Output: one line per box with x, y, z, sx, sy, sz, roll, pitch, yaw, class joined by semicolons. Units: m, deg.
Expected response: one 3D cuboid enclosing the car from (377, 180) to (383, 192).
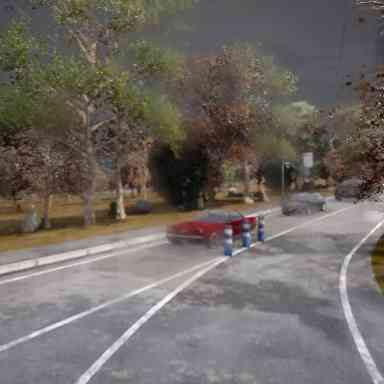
22.827;-0.845;39.628;4.553;1.767;2.097;-5;3;-44;car

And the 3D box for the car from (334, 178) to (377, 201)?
15.888;-0.304;32.590;2.150;2.045;5.566;-1;3;43;car

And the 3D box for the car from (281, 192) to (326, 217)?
7.952;0.784;23.500;1.837;1.490;4.892;-1;3;39;car

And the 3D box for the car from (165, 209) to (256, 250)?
0.929;1.435;13.982;1.895;1.301;4.718;0;2;34;car
